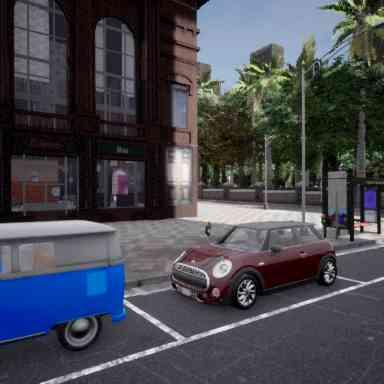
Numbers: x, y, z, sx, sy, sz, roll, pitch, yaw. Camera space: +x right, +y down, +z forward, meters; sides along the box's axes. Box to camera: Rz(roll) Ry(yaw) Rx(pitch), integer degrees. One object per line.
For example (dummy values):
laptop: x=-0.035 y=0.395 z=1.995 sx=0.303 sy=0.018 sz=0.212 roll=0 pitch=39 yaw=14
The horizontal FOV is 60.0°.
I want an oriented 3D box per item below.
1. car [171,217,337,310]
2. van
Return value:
car: x=1.500 y=1.439 z=7.723 sx=4.097 sy=1.590 sz=1.967 roll=0 pitch=0 yaw=-35
van: x=-2.918 y=1.341 z=4.573 sx=3.998 sy=1.788 sz=1.690 roll=0 pitch=0 yaw=-35
